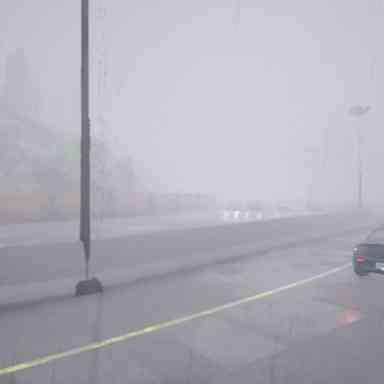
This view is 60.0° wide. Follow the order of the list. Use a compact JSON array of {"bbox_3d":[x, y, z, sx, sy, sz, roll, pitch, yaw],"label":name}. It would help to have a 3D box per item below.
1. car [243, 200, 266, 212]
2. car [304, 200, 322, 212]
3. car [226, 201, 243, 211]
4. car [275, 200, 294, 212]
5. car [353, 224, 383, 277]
[{"bbox_3d":[8.477,1.771,43.676,1.882,1.535,5.008,0,0,21],"label":"car"},{"bbox_3d":[15.681,1.780,42.966,1.812,1.442,4.674,0,0,20],"label":"car"},{"bbox_3d":[6.112,1.933,47.220,1.895,1.301,4.718,0,0,19],"label":"car"},{"bbox_3d":[12.172,1.801,43.536,1.812,1.442,4.674,0,0,21],"label":"car"},{"bbox_3d":[6.108,1.571,9.347,4.674,1.442,1.812,0,-1,-44],"label":"car"}]
